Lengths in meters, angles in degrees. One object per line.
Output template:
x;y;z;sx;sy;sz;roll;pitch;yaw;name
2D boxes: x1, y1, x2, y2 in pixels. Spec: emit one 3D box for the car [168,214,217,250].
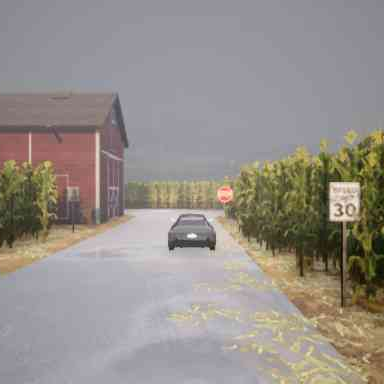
0.000;1.658;14.654;1.994;1.385;4.181;0;0;0;car
